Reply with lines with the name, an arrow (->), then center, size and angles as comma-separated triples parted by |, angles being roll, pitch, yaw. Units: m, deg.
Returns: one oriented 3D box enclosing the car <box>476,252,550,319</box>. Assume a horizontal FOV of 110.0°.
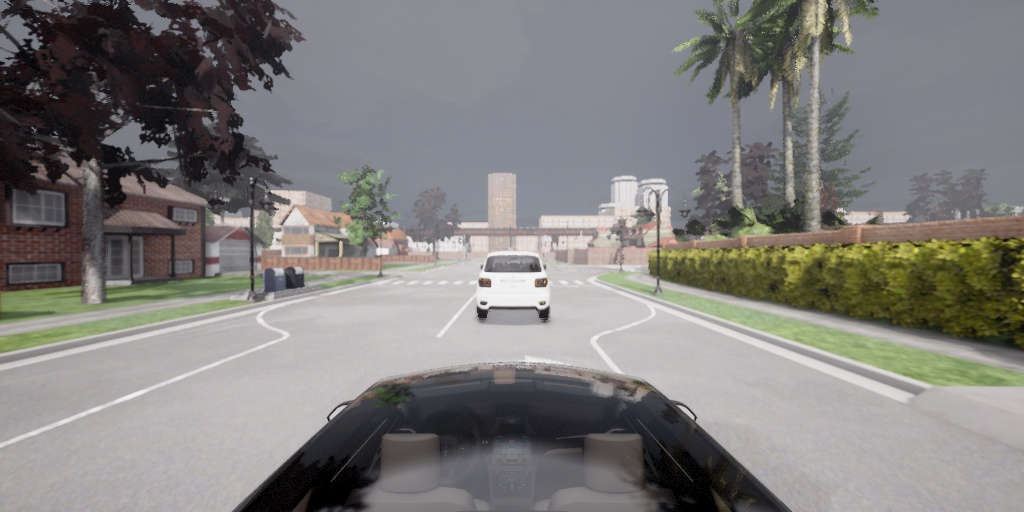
car -> 0.053, 0.870, 12.375 | 2.150, 2.045, 5.566 | 0, 1, 1
